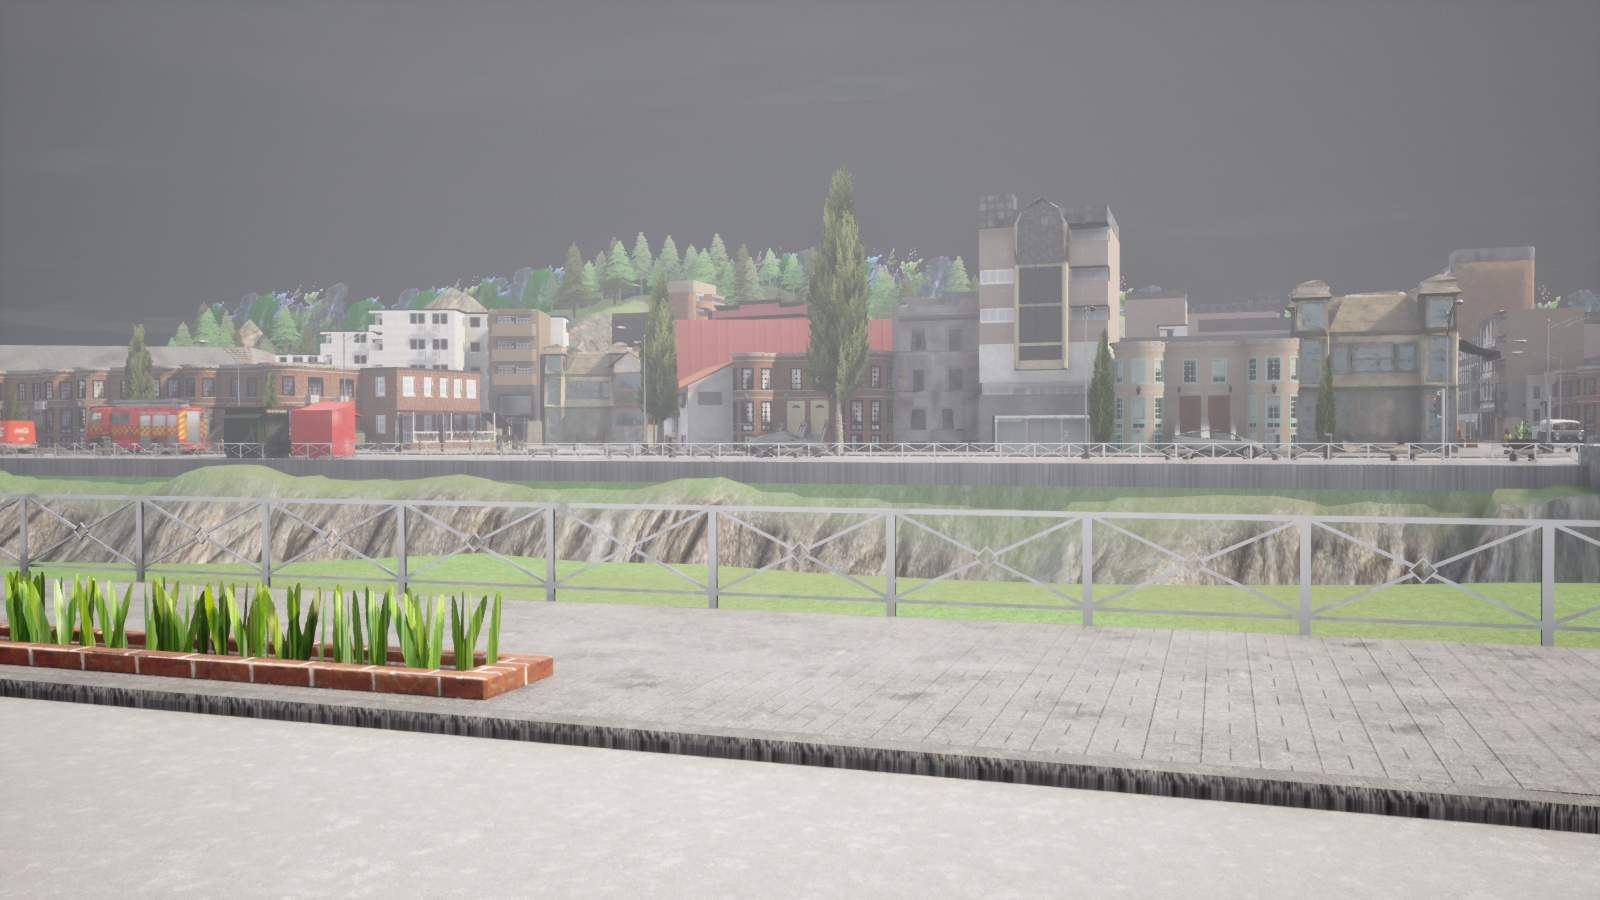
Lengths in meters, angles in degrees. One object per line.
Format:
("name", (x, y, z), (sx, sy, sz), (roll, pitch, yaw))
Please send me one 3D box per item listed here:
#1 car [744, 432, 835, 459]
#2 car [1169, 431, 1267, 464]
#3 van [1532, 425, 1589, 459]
("car", (-0.584, -0.255, 69.022), (4.674, 1.442, 1.812), (1, 1, 19))
("car", (20.593, -0.141, 61.907), (4.514, 1.525, 2.007), (1, 1, 19))
("van", (46.871, -0.514, 77.460), (2.069, 2.038, 4.480), (1, 1, 19))
